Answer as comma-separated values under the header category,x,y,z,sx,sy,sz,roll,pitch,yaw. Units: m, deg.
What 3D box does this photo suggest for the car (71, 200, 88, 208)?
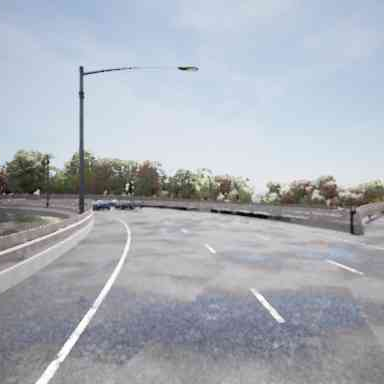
category,x,y,z,sx,sy,sz,roll,pitch,yaw
car,-21.523,2.340,63.619,1.837,1.490,4.892,0,-1,-39

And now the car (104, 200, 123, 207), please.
category,x,y,z,sx,sy,sz,roll,pitch,yaw
car,-16.085,2.279,68.035,1.895,1.301,4.718,0,-1,-39

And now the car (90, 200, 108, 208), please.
category,x,y,z,sx,sy,sz,roll,pitch,yaw
car,-18.139,2.357,64.946,1.812,1.442,4.674,0,-1,-37

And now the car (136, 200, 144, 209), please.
category,x,y,z,sx,sy,sz,roll,pitch,yaw
car,-10.340,2.217,59.679,2.128,1.511,4.902,0,-1,-34

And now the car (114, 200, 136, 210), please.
category,x,y,z,sx,sy,sz,roll,pitch,yaw
car,-11.271,2.171,54.398,1.837,1.490,4.892,0,-3,-30

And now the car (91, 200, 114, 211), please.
category,x,y,z,sx,sy,sz,roll,pitch,yaw
car,-14.502,2.155,52.983,1.882,1.535,5.008,0,-1,-30
